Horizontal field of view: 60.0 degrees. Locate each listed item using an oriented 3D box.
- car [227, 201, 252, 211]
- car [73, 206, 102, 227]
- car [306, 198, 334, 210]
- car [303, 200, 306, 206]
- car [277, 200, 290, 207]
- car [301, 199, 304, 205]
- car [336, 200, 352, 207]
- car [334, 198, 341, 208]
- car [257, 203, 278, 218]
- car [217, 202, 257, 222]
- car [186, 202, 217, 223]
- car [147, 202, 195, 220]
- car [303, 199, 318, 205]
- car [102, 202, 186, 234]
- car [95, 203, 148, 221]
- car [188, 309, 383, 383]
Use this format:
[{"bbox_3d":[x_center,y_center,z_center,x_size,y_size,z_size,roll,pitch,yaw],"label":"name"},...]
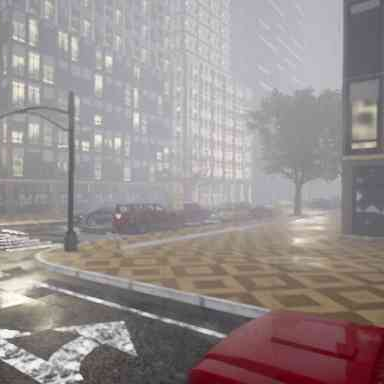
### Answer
[{"bbox_3d":[7.092,2.027,49.208,1.947,1.339,4.313,0,0,36],"label":"car"},{"bbox_3d":[-7.249,1.813,25.448,1.994,1.385,4.181,1,0,37],"label":"car"},{"bbox_3d":[20.545,1.954,53.305,2.192,1.841,5.009,0,0,36],"label":"car"},{"bbox_3d":[22.209,2.265,59.901,1.895,1.301,4.718,1,0,36],"label":"car"},{"bbox_3d":[17.049,2.125,62.670,1.752,1.417,4.829,0,0,36],"label":"car"},{"bbox_3d":[23.855,2.275,71.871,1.802,1.307,4.206,0,0,36],"label":"car"},{"bbox_3d":[30.606,2.321,66.907,1.887,1.381,4.507,0,0,36],"label":"car"},{"bbox_3d":[27.253,2.046,62.374,2.192,1.841,5.009,0,0,36],"label":"car"},{"bbox_3d":[7.128,2.031,35.164,1.802,1.307,4.206,0,0,36],"label":"car"},{"bbox_3d":[3.875,1.927,30.766,1.752,1.417,4.829,0,0,36],"label":"car"},{"bbox_3d":[-0.145,1.699,29.699,2.097,1.767,4.553,1,0,37],"label":"car"},{"bbox_3d":[-1.978,1.804,32.568,1.882,1.535,5.008,1,0,36],"label":"car"},{"bbox_3d":[27.207,2.289,76.405,2.008,1.369,4.403,0,0,36],"label":"car"},{"bbox_3d":[-2.932,1.617,21.562,2.192,1.841,5.009,0,0,36],"label":"car"},{"bbox_3d":[-6.421,1.791,30.940,1.752,1.417,4.829,0,0,36],"label":"car"},{"bbox_3d":[2.222,1.597,2.103,4.718,1.301,1.895,0,0,35],"label":"car"}]
